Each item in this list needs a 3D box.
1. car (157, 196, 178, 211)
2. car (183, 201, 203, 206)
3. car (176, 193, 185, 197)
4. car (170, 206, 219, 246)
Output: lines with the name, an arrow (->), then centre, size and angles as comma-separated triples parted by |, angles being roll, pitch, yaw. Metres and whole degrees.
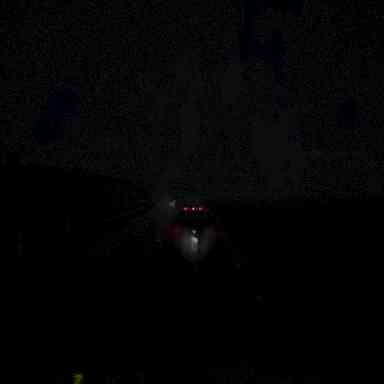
car -> -2.831, 1.332, 37.284 | 1.812, 1.442, 4.674 | 0, 0, 0
car -> 0.103, 1.442, 30.040 | 1.895, 1.301, 4.718 | 0, 0, 0
car -> -2.718, 0.876, 77.917 | 1.812, 1.442, 4.674 | 0, 0, 0
car -> 0.097, 1.523, 14.846 | 1.895, 1.301, 4.718 | 0, 0, 0
